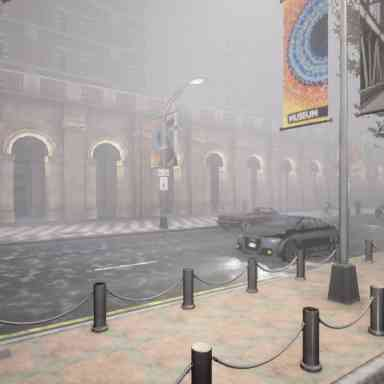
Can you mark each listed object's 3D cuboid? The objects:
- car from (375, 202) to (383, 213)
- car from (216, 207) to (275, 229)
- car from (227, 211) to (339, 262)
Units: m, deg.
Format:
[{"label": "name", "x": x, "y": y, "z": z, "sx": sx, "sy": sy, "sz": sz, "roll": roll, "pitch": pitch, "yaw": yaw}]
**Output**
[{"label": "car", "x": 15.548, "y": 1.178, "z": 24.970, "sx": 4.674, "sy": 1.442, "sz": 1.812, "roll": 0, "pitch": 0, "yaw": -36}, {"label": "car", "x": 3.782, "y": 1.595, "z": 20.477, "sx": 4.718, "sy": 1.301, "sz": 1.895, "roll": 0, "pitch": 0, "yaw": -36}, {"label": "car", "x": 3.605, "y": 1.564, "z": 12.138, "sx": 4.181, "sy": 1.385, "sz": 1.994, "roll": 0, "pitch": 0, "yaw": -36}]
